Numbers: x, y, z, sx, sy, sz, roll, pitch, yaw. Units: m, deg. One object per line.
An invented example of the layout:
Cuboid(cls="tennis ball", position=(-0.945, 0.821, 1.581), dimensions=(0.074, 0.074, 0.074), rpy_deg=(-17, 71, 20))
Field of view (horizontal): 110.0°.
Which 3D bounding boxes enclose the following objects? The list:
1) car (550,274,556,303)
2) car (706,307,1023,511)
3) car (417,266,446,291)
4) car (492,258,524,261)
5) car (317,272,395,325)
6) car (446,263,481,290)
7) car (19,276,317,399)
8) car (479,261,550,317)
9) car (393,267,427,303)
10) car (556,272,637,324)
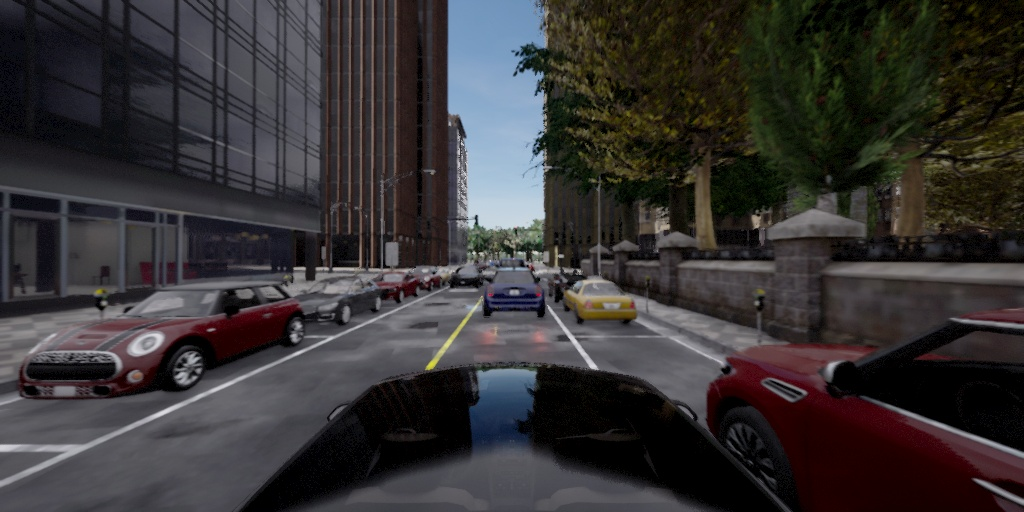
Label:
Cuboid(cls="car", position=(2.761, 1.451, 17.527), dimensions=(1.948, 1.339, 4.313), rpy_deg=(0, 0, 0))
Cuboid(cls="car", position=(2.763, 1.060, 1.158), dimensions=(2.192, 1.841, 5.009), rpy_deg=(0, 0, 0))
Cuboid(cls="car", position=(-5.765, 1.372, 22.981), dimensions=(1.967, 1.591, 4.097), rpy_deg=(0, 0, 0))
Cuboid(cls="car", position=(0.003, 1.172, 25.077), dimensions=(2.150, 2.045, 5.566), rpy_deg=(0, 0, 0))
Cuboid(cls="car", position=(-5.764, 1.389, 12.067), dimensions=(2.007, 1.370, 4.403), rpy_deg=(0, 0, 0))
Cuboid(cls="car", position=(-3.057, 1.426, 24.890), dimensions=(1.882, 1.535, 5.008), rpy_deg=(0, -1, 0))
Cuboid(cls="car", position=(-5.763, 1.232, 6.610), dimensions=(1.967, 1.591, 4.097), rpy_deg=(0, 0, 0))
Cuboid(cls="car", position=(0.046, 1.207, 13.765), dimensions=(2.097, 1.767, 4.553), rpy_deg=(0, 0, -1))
Cuboid(cls="car", position=(-5.764, 1.430, 17.524), dimensions=(1.888, 1.381, 4.507), rpy_deg=(0, 0, 0))
Cuboid(cls="car", position=(2.761, 1.364, 12.240), dimensions=(1.751, 1.417, 4.829), rpy_deg=(0, 0, 0))
